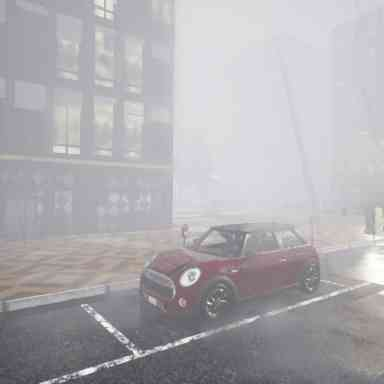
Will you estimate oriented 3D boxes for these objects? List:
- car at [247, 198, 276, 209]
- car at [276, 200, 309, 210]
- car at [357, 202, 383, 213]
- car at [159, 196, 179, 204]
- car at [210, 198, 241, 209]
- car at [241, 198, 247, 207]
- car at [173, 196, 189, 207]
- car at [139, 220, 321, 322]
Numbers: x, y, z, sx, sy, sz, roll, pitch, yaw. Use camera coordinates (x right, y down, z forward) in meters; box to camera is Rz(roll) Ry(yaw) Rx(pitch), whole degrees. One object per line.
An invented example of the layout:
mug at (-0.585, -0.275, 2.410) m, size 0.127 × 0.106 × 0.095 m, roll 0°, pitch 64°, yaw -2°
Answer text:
car at (11.160, 1.800, 51.450) m, size 1.887 × 1.381 × 4.507 m, roll 1°, pitch -1°, yaw -35°
car at (14.437, 1.806, 46.822) m, size 1.802 × 1.307 × 4.206 m, roll 1°, pitch -1°, yaw -35°
car at (20.992, 1.730, 37.567) m, size 1.947 × 1.339 × 4.313 m, roll 1°, pitch -1°, yaw -35°
car at (-5.225, 1.724, 74.591) m, size 2.192 × 1.841 × 5.009 m, roll 1°, pitch -1°, yaw -35°
car at (4.318, 1.678, 46.612) m, size 2.008 × 1.369 × 4.403 m, roll 1°, pitch -1°, yaw -35°
car at (7.883, 1.726, 56.079) m, size 1.967 × 1.590 × 4.097 m, roll 1°, pitch -1°, yaw -35°
car at (-2.236, 1.733, 55.867) m, size 1.887 × 1.381 × 4.507 m, roll 1°, pitch -1°, yaw -35°
car at (0.905, 1.442, 7.195) m, size 4.097 × 1.590 × 1.967 m, roll 0°, pitch 1°, yaw -36°
